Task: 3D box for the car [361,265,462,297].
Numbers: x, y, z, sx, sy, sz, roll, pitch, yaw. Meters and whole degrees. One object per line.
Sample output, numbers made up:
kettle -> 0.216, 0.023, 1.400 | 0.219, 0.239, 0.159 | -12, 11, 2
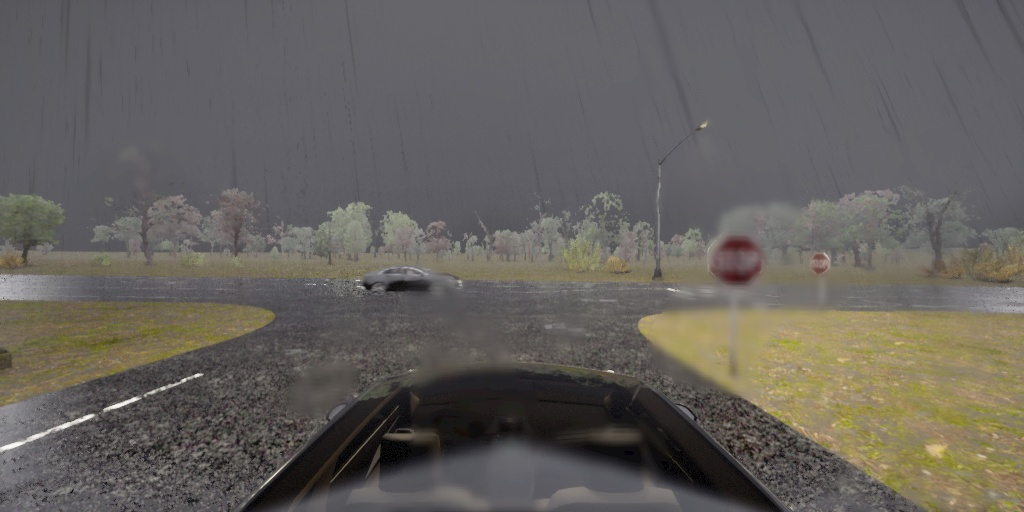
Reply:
car -> -4.997, 1.226, 18.080 | 4.902, 1.511, 2.128 | 0, 0, 0
